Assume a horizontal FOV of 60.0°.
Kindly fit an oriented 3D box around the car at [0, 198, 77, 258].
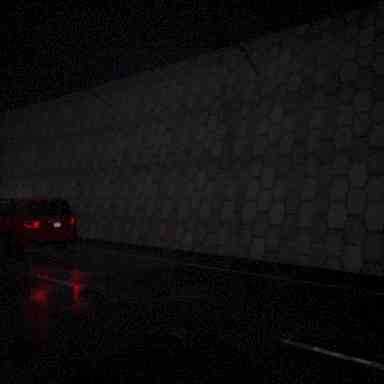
[{"bbox_3d":[-6.909,1.246,13.222,5.566,2.045,2.150,0,0,36],"label":"car"}]
